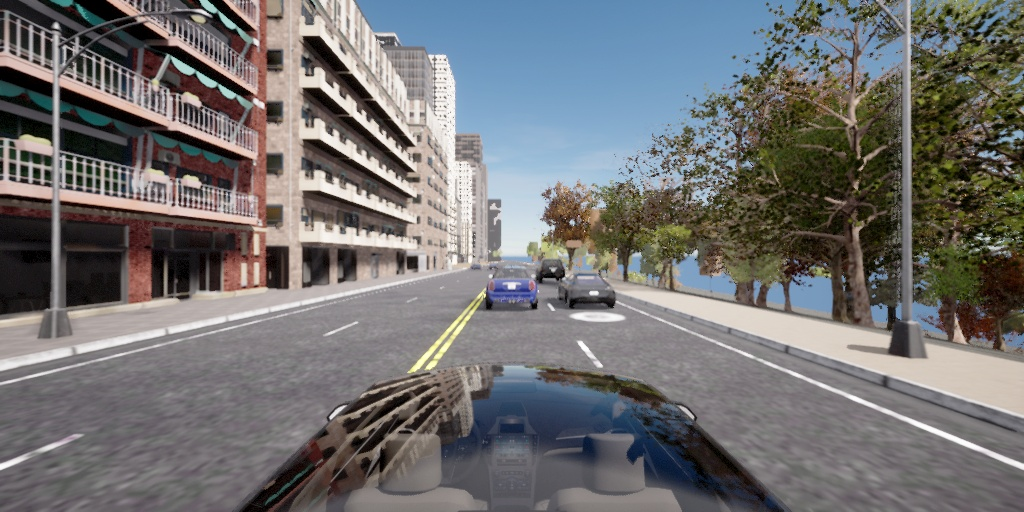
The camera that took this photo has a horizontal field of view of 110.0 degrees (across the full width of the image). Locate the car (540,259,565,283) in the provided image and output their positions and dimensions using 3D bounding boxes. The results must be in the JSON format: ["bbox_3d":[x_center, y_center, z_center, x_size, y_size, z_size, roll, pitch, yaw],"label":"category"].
[{"bbox_3d":[3.241,1.242,30.879,2.150,2.045,5.566,0,0,0],"label":"car"}]

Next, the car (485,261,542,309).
[{"bbox_3d":[-0.003,1.234,15.920,2.097,1.767,4.553,0,-1,0],"label":"car"}]

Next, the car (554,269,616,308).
[{"bbox_3d":[3.249,1.450,16.167,1.994,1.385,4.181,0,0,0],"label":"car"}]

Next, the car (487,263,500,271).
[{"bbox_3d":[-3.310,1.911,65.219,2.033,1.411,5.357,0,-1,1],"label":"car"}]
